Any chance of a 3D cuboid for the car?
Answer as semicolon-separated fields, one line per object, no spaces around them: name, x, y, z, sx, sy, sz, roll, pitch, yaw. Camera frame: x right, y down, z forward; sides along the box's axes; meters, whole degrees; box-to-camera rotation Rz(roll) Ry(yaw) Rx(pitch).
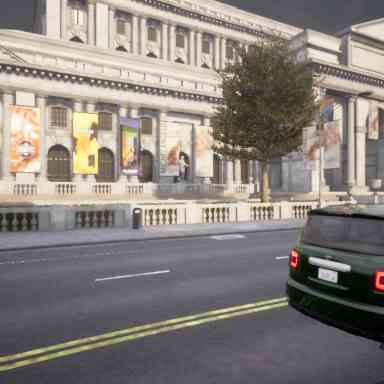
car;4.175;1.221;5.829;5.566;2.045;2.150;0;0;-29
